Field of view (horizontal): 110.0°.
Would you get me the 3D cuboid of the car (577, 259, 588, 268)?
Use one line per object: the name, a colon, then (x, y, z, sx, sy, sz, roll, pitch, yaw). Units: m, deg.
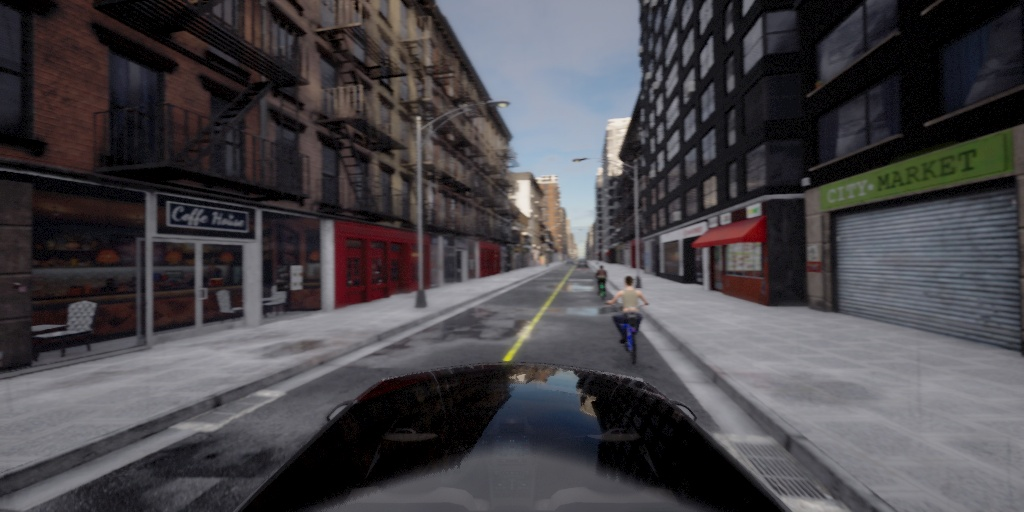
car: (12.346, 1.327, 62.729, 2.128, 1.511, 4.902, -1, 0, 11)

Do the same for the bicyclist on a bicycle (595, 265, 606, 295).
bicyclist on a bicycle: (3.940, 1.226, 15.706, 0.582, 1.620, 1.656, -1, -1, 11)

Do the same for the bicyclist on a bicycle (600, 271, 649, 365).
bicyclist on a bicycle: (2.293, 1.185, 7.044, 0.866, 1.612, 1.509, -1, 0, 11)
